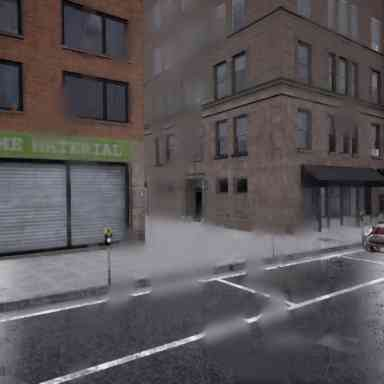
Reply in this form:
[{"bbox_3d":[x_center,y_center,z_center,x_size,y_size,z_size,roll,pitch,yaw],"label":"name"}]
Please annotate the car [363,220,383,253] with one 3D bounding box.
[{"bbox_3d":[8.157,1.439,12.428,4.097,1.590,1.967,0,-1,-35],"label":"car"}]
